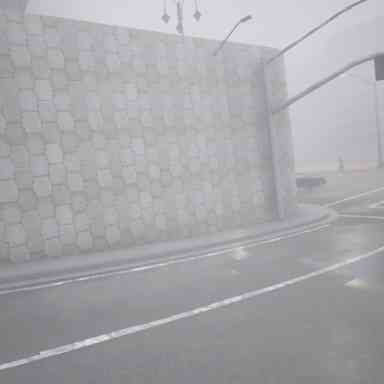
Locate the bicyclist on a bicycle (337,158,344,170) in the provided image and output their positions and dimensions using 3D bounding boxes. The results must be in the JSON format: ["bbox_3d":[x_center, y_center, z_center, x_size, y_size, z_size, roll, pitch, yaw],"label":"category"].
[{"bbox_3d":[20.052,-3.831,44.895,1.656,1.620,0.582,-11,6,-35],"label":"bicyclist on a bicycle"}]

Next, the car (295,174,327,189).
[{"bbox_3d":[10.007,-1.021,30.969,1.895,1.301,4.718,-11,6,-35],"label":"car"}]
